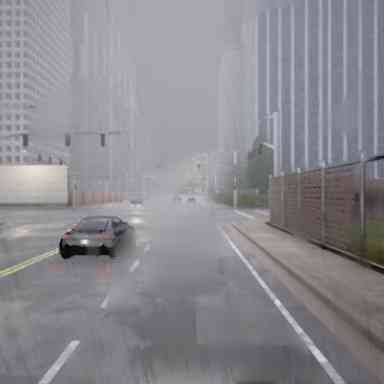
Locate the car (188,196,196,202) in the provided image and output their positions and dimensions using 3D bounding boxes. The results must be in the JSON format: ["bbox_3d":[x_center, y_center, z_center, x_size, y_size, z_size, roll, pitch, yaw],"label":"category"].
[{"bbox_3d":[-0.012,1.632,77.616,1.895,1.301,4.718,0,0,0],"label":"car"}]

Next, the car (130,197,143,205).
[{"bbox_3d":[-10.517,1.693,63.722,2.033,1.411,5.357,0,0,0],"label":"car"}]

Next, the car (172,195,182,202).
[{"bbox_3d":[-3.512,1.537,77.586,1.837,1.490,4.892,0,0,0],"label":"car"}]

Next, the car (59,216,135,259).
[{"bbox_3d":[-3.455,1.594,12.818,1.994,1.385,4.181,0,0,1],"label":"car"}]
